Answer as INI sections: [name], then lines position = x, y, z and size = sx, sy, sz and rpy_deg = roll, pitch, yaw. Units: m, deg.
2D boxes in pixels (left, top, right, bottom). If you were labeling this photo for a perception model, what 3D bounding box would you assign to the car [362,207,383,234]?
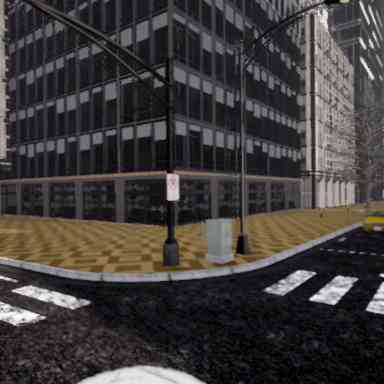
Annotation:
[car]
position = 10.766, 1.520, 18.676
size = 1.752, 1.417, 4.829
rpy_deg = -1, -1, 37
